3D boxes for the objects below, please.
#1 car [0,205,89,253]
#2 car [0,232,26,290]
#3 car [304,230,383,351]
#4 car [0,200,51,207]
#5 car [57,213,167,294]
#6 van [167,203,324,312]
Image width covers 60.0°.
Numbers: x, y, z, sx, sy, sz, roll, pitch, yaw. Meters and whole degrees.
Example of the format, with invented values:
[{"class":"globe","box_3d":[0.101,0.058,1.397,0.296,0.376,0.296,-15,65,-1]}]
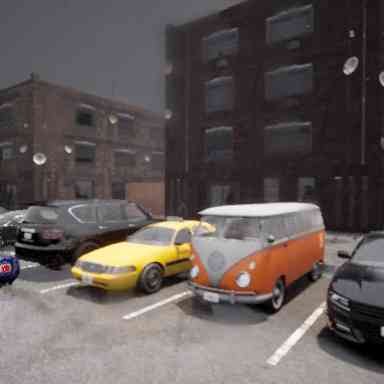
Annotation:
[{"class":"car","box_3d":[-7.275,1.535,14.175,2.231,1.521,4.892,0,0,36]},{"class":"car","box_3d":[-6.084,1.636,7.735,4.718,1.301,1.895,0,0,36]},{"class":"car","box_3d":[3.937,1.482,6.153,2.097,1.535,5.008,0,0,36]},{"class":"car","box_3d":[-9.543,1.415,15.752,2.185,1.767,4.553,0,0,36]},{"class":"car","box_3d":[-0.659,1.499,9.207,1.946,1.575,5.366,0,0,36]},{"class":"van","box_3d":[1.623,1.266,7.659,1.878,1.987,4.442,0,0,36]}]
